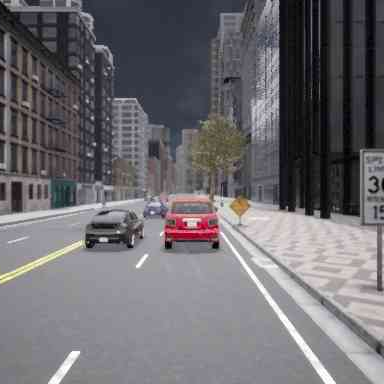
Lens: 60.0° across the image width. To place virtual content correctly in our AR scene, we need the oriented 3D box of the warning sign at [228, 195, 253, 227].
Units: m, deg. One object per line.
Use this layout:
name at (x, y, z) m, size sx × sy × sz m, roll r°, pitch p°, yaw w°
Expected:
warning sign at (2.849, 1.109, 19.727) m, size 1.300 × 1.860 × 1.060 m, roll 0°, pitch 0°, yaw 0°

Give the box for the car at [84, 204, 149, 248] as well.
car at (-3.250, 1.513, 14.650) m, size 1.837 × 1.490 × 4.892 m, roll 0°, pitch 0°, yaw 0°

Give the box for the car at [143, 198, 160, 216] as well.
car at (-3.250, 1.525, 29.650) m, size 1.812 × 1.442 × 4.674 m, roll 0°, pitch 0°, yaw 0°

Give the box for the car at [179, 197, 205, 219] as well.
car at (0.000, 1.359, 29.620) m, size 2.097 × 1.767 × 4.553 m, roll 0°, pitch 0°, yaw 0°

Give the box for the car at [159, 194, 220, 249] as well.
car at (0.000, 1.254, 14.680) m, size 2.150 × 2.045 × 5.566 m, roll 0°, pitch 0°, yaw 0°

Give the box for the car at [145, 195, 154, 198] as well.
car at (-9.749, 1.494, 75.934) m, size 1.812 × 1.442 × 4.674 m, roll 0°, pitch 0°, yaw 0°

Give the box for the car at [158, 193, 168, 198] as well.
car at (-6.499, 1.195, 75.904) m, size 2.150 × 2.045 × 5.566 m, roll 0°, pitch 0°, yaw 0°
